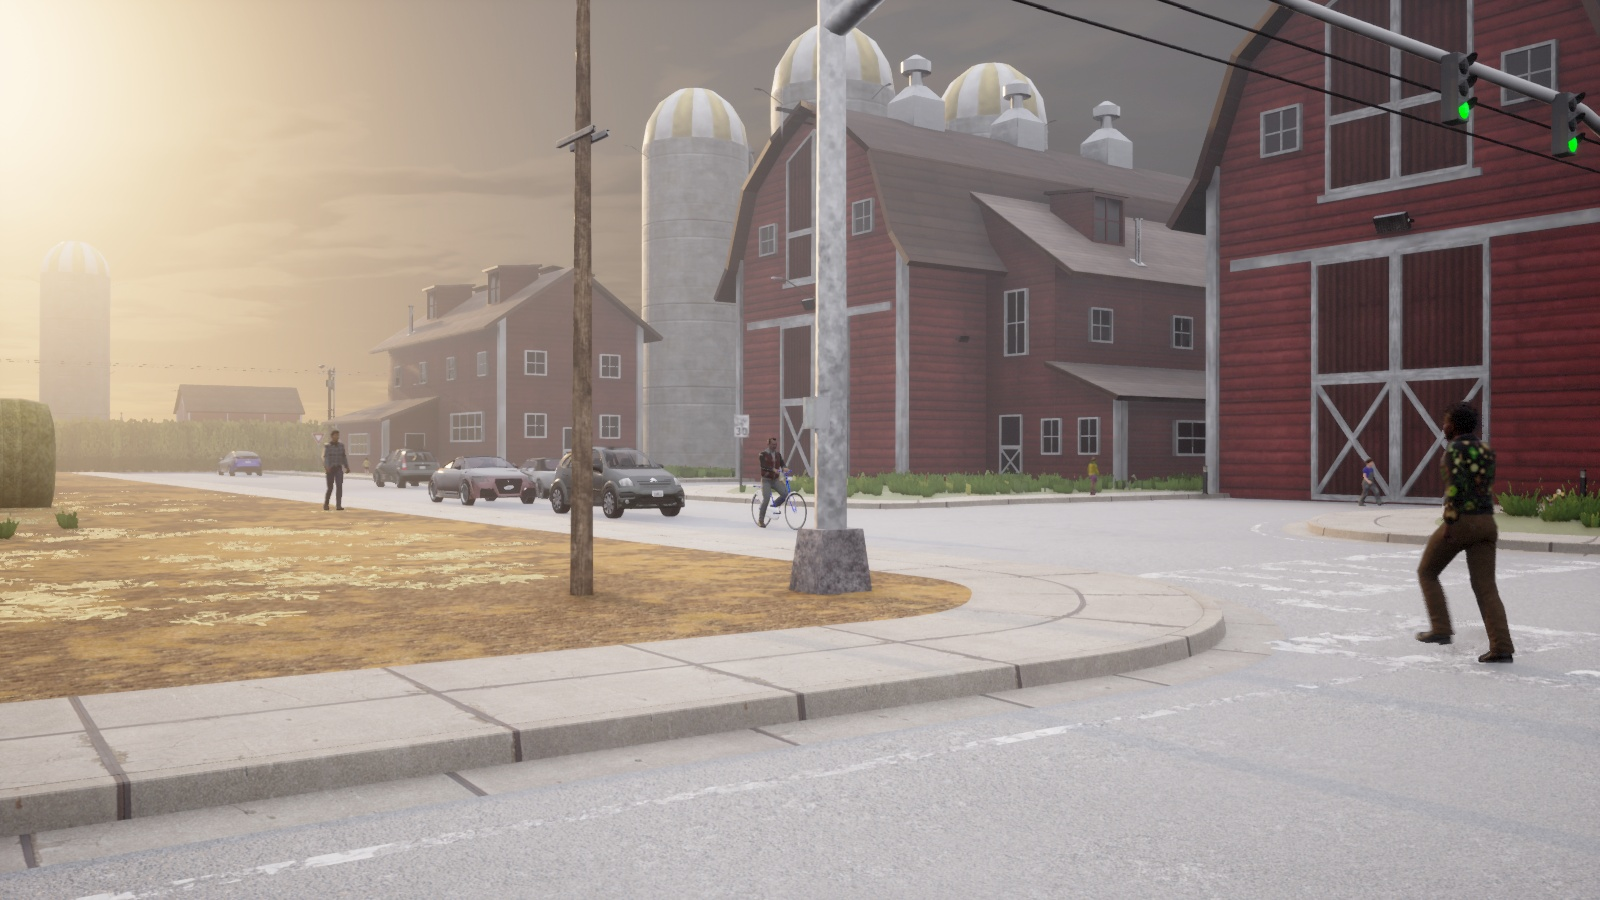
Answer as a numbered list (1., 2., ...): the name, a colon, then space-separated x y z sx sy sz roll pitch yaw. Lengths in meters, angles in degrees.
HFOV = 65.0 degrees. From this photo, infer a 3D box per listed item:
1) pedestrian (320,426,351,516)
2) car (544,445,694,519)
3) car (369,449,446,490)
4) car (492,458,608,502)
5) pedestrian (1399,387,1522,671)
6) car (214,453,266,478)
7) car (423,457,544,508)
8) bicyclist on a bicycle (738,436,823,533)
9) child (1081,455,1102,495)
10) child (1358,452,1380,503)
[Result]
1. pedestrian: -10.216 0.450 27.599 0.423 1.949 0.788 0 0 -37
2. car: -4.310 0.697 29.434 1.851 1.617 3.988 0 0 -36
3. car: -16.272 0.775 51.934 1.851 1.617 3.988 0 0 -36
4. car: -8.184 0.930 40.760 1.895 1.301 4.718 -1 0 -36
5. pedestrian: 4.694 0.538 8.947 0.395 1.930 0.692 0 0 -18
6. car: -34.241 0.925 76.775 2.007 1.525 4.514 0 0 -36
7. car: -9.154 0.890 36.138 1.994 1.385 4.181 0 0 -36
8. bicyclist on a bicycle: -0.399 0.641 24.027 0.659 1.776 1.843 -1 0 -36
9. child: 8.329 0.710 35.872 0.473 1.160 0.299 0 0 -21
10. child: 14.251 0.690 31.471 0.270 1.263 0.437 0 0 -24
